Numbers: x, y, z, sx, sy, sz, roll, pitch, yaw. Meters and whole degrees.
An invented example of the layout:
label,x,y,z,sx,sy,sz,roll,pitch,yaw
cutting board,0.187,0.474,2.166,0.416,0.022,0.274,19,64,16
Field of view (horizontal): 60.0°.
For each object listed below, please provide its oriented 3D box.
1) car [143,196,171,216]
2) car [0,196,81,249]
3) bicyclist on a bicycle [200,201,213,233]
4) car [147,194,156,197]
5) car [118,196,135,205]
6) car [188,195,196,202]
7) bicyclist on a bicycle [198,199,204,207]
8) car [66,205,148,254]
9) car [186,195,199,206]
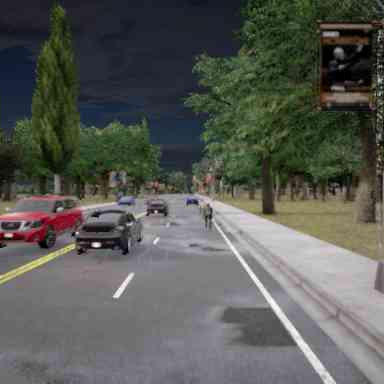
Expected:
label,x,y,z,sx,sy,sz,roll,pitch,yaw
car,-3.157,1.464,31.558,1.837,1.490,4.892,0,0,0
car,-6.602,1.201,14.753,2.150,2.045,5.566,0,0,0
bicyclist on a bicycle,0.889,1.430,17.832,0.582,1.620,1.656,0,0,0
car,-6.577,1.282,53.883,2.097,1.767,4.553,0,0,0
car,-9.836,1.412,50.038,1.882,1.535,5.008,0,0,0
car,-0.017,1.432,73.759,1.812,1.442,4.674,0,0,0
bicyclist on a bicycle,0.905,1.401,27.393,0.866,1.612,1.509,0,0,0
car,-3.153,1.487,13.385,1.837,1.490,4.892,0,0,0
car,0.086,1.407,55.066,1.882,1.535,5.008,0,0,0
